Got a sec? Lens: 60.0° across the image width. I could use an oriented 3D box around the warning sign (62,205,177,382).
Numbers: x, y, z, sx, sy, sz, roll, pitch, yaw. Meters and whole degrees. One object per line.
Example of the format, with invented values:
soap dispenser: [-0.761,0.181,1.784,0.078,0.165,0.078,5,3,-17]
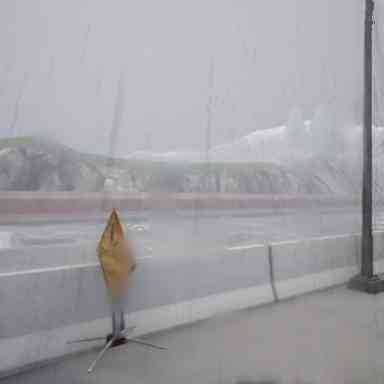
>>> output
warning sign: [-1.004,1.133,4.444,1.060,1.860,1.300,1,0,-36]
